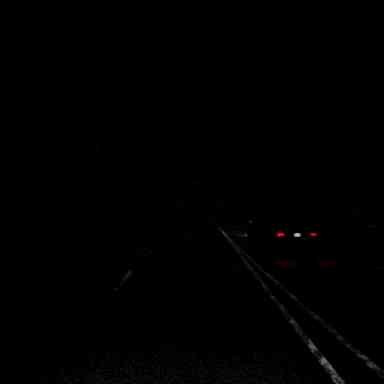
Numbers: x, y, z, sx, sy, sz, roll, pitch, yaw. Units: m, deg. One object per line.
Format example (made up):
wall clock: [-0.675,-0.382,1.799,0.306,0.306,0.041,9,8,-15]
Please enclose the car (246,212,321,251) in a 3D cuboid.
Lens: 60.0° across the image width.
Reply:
car: [3.674,1.581,14.315,2.033,1.411,5.357,0,0,-2]
